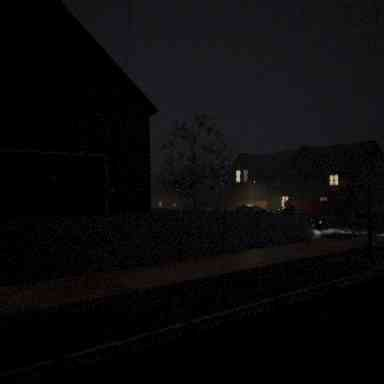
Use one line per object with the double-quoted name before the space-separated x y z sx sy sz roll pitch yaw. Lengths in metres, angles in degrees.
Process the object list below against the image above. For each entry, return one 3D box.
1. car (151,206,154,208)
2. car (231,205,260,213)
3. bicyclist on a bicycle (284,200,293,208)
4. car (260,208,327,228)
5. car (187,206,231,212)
"car" -6.852 2.047 42.785 2.150 2.045 5.566 -1 1 -35
"car" 4.985 1.921 31.342 1.812 1.442 4.674 -1 -1 -36
"bicyclist on a bicycle" 8.949 1.578 30.759 1.656 1.620 0.582 -2 0 -36
"car" 7.182 1.827 23.201 1.994 1.385 4.181 -1 -1 -35
"car" 1.215 2.031 31.514 1.812 1.442 4.674 -1 -1 -35
